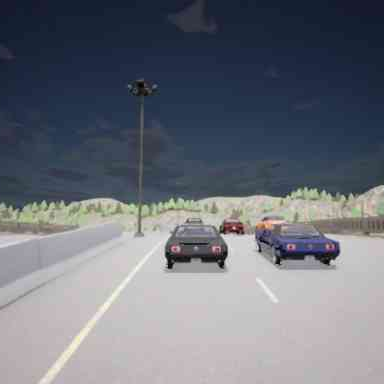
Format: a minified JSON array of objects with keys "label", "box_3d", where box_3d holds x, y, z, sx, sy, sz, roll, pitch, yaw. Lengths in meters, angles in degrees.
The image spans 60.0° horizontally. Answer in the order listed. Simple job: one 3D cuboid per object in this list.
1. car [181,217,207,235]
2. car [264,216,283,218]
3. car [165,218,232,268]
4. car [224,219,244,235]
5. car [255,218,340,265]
[{"label":"car","box_3d":[0.181,3.164,30.385,2.128,1.511,4.902,0,-7,0]},{"label":"car","box_3d":[7.180,2.983,30.018,2.097,1.767,4.553,0,-7,0]},{"label":"car","box_3d":[0.130,1.802,11.945,1.895,1.301,4.718,0,-2,0]},{"label":"car","box_3d":[3.683,3.276,31.415,1.882,1.535,5.008,0,-7,0]},{"label":"car","box_3d":[3.632,1.825,12.448,1.895,1.301,4.718,0,-2,0]}]
